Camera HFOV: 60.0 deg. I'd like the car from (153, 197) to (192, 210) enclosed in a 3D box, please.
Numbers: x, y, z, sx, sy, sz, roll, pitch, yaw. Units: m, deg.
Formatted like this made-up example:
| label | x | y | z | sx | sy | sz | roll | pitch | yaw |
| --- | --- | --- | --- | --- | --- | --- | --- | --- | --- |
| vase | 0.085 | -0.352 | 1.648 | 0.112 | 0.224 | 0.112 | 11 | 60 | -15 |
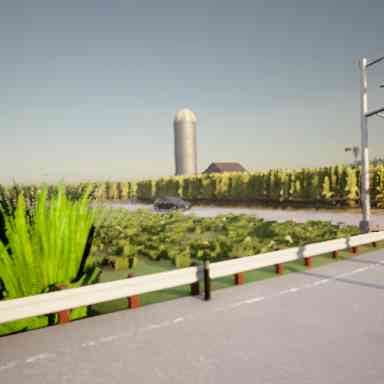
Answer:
| label | x | y | z | sx | sy | sz | roll | pitch | yaw |
| --- | --- | --- | --- | --- | --- | --- | --- | --- | --- |
| car | -2.045 | 1.245 | 33.888 | 1.837 | 1.490 | 4.892 | -3 | 2 | -41 |
